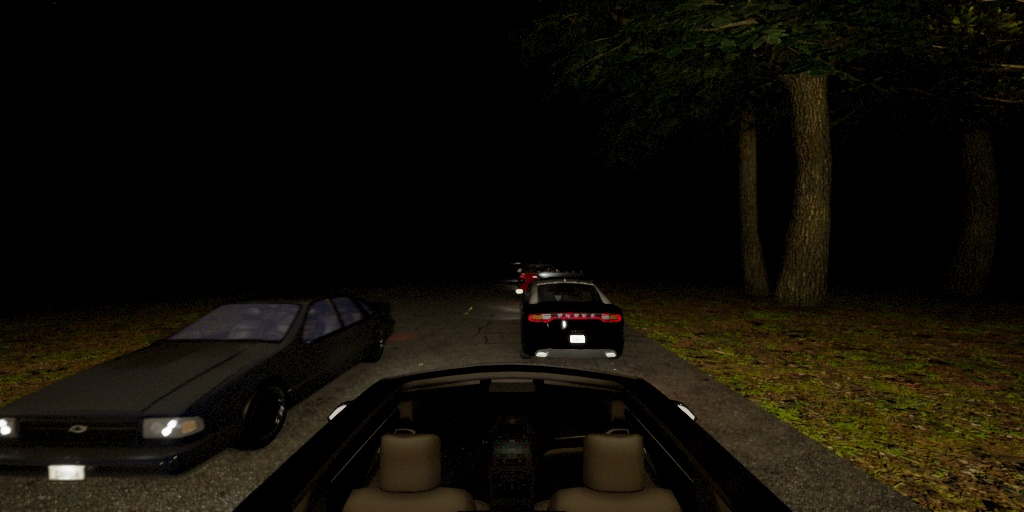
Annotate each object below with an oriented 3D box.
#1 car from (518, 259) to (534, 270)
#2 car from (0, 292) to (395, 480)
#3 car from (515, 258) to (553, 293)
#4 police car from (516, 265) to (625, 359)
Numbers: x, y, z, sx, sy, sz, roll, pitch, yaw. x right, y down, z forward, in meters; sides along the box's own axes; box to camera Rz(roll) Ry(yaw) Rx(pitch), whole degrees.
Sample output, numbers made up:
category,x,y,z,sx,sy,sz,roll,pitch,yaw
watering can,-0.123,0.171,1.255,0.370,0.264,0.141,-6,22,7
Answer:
category,x,y,z,sx,sy,sz,roll,pitch,yaw
car,2.052,1.230,50.919,2.033,1.411,5.357,0,0,4
car,-3.440,1.295,5.452,2.033,1.411,5.357,0,0,1
car,1.342,1.083,18.349,2.097,1.767,4.553,0,0,2
police car,1.125,1.170,8.528,1.930,1.638,5.238,0,0,1
